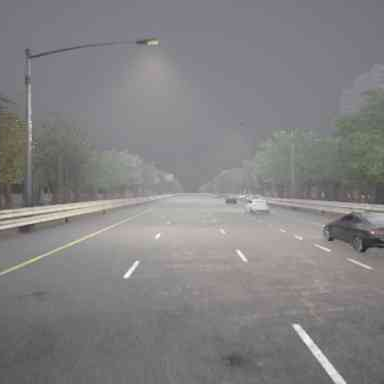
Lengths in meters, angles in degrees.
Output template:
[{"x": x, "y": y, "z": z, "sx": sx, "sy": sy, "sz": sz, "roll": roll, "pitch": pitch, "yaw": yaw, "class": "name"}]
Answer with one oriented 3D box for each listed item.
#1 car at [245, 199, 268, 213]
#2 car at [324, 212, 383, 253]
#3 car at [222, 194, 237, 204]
[{"x": 7.068, "y": 1.541, "z": 36.311, "sx": 1.812, "sy": 1.442, "sz": 4.674, "roll": 0, "pitch": 0, "yaw": 0, "class": "car"}, {"x": 7.009, "y": 1.537, "z": 13.536, "sx": 1.812, "sy": 1.442, "sz": 4.674, "roll": 0, "pitch": 0, "yaw": 0, "class": "car"}, {"x": 7.160, "y": 1.504, "z": 61.981, "sx": 1.882, "sy": 1.535, "sz": 5.008, "roll": 0, "pitch": 0, "yaw": 0, "class": "car"}]
